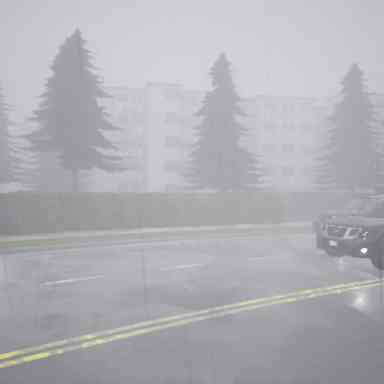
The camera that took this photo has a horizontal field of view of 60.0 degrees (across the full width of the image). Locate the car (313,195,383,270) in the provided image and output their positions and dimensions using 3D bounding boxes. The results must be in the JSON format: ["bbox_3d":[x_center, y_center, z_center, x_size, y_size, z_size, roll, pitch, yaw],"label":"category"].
[{"bbox_3d":[6.835,1.190,10.860,5.566,2.045,2.150,0,0,-19],"label":"car"}]

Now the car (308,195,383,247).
[{"bbox_3d":[8.292,1.172,14.976,5.566,2.045,2.150,0,0,-16],"label":"car"}]
